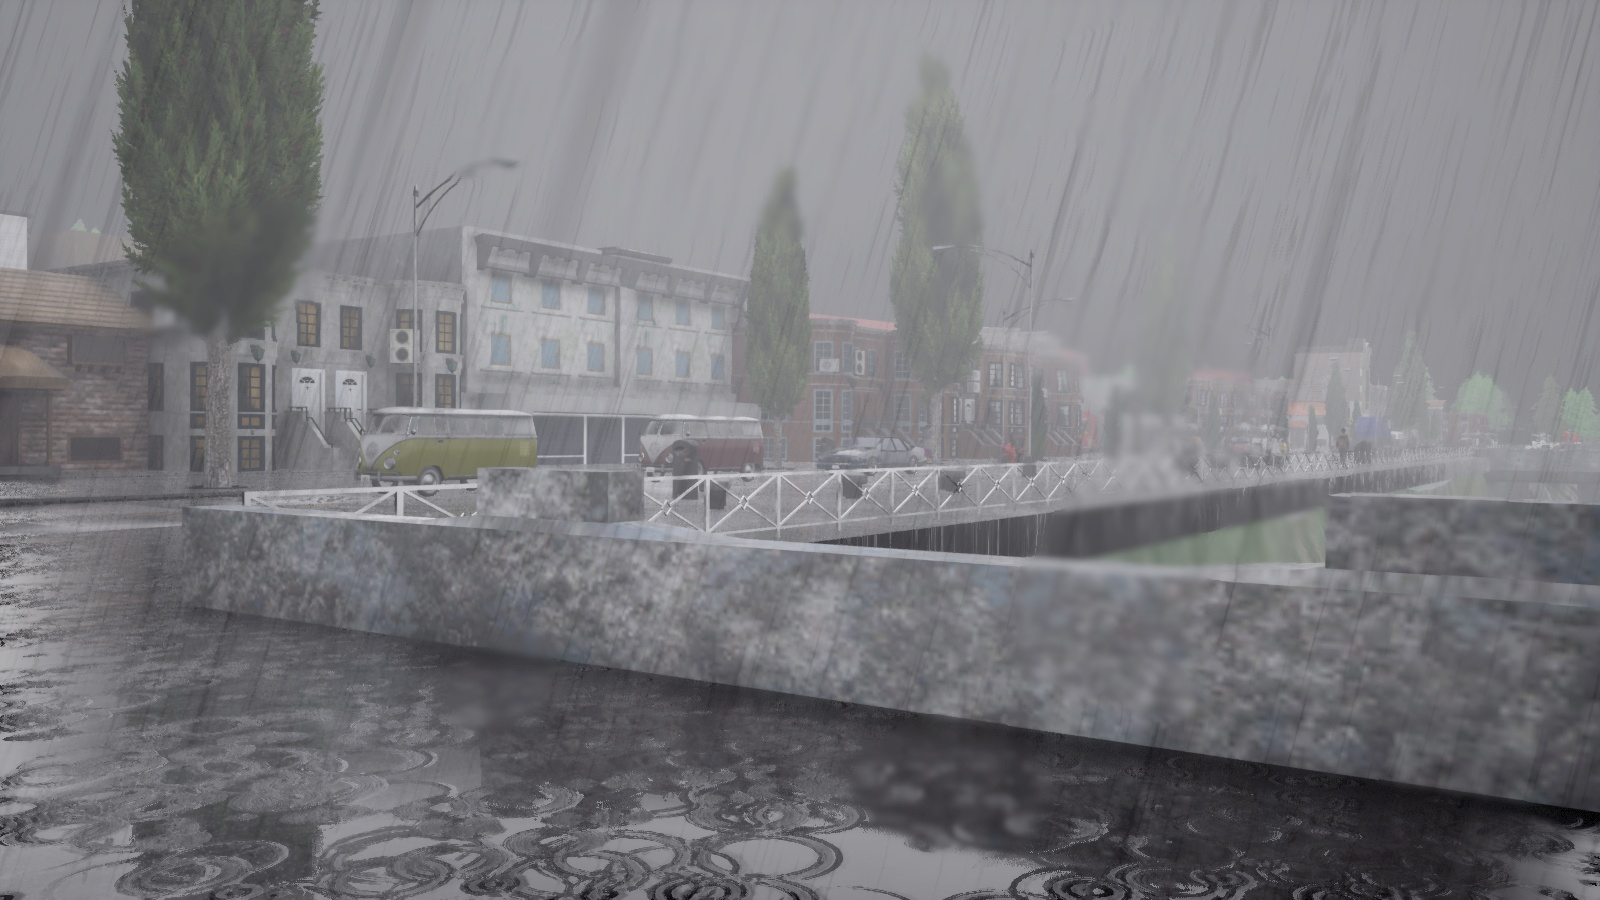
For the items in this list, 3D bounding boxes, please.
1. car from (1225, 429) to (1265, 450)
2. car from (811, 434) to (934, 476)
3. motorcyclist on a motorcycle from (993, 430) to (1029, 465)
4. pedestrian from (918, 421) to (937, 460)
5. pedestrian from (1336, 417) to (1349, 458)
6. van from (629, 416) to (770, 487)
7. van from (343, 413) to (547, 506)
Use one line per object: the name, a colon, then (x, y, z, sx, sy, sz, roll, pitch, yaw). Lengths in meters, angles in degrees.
car: (31.535, -0.754, 88.921, 1.845, 1.501, 3.633, 0, 1, 34)
car: (2.702, 0.134, 45.464, 2.033, 1.411, 5.357, 0, 1, 33)
motorcyclist on a motorcycle: (9.348, -0.129, 55.480, 0.797, 1.523, 2.044, 0, 1, 34)
pedestrian: (6.451, -0.488, 63.647, 0.659, 1.952, 0.873, 0, 1, 29)
pedestrian: (25.312, -0.587, 58.536, 0.396, 1.930, 0.692, 0, 1, 37)
van: (-2.887, 0.005, 37.038, 1.775, 1.987, 4.442, 0, 1, 34)
van: (-8.123, 0.160, 29.145, 1.775, 1.987, 4.442, 0, 1, 34)
